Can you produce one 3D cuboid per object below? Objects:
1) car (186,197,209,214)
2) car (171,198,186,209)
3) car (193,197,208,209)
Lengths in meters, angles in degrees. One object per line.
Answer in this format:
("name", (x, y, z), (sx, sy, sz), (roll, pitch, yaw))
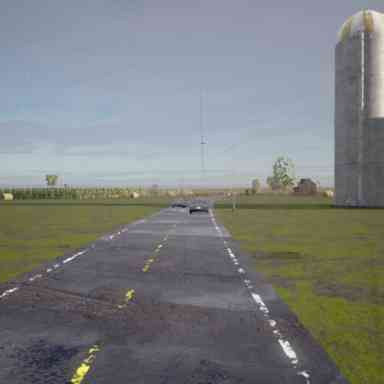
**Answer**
("car", (0.763, 1.547, 35.556), (1.994, 1.385, 4.181), (0, 0, 2))
("car", (-1.727, 1.520, 45.587), (2.033, 1.411, 5.357), (0, 0, 3))
("car", (1.208, 1.479, 45.505), (1.837, 1.490, 4.892), (0, 0, 3))
